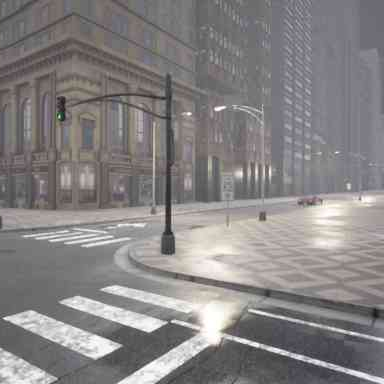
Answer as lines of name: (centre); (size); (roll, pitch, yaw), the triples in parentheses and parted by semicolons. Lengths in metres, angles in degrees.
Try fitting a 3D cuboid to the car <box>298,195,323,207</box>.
car: (14.396, 1.027, 40.175); (1.895, 1.301, 4.718); (0, 1, 36)
